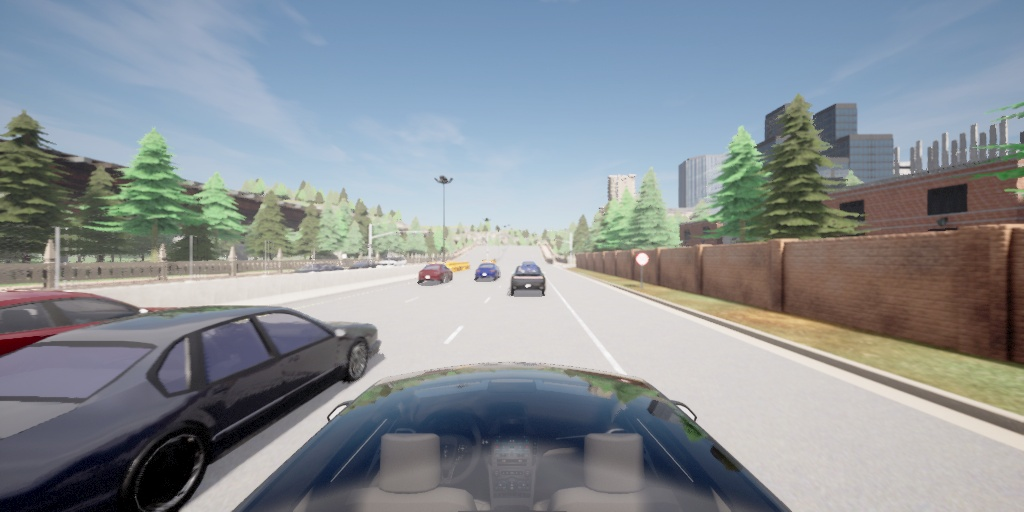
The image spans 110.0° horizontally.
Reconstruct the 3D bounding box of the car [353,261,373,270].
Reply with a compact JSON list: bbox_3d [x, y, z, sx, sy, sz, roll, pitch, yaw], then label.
[{"bbox_3d":[-18.959,1.358,46.362,2.033,1.411,5.357,0,0,3],"label":"car"}]

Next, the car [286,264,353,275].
[{"bbox_3d":[-13.103,1.266,24.103,2.128,1.511,4.902,0,0,3],"label":"car"}]

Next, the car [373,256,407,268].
[{"bbox_3d":[-15.438,1.032,46.594,2.150,2.045,5.566,0,0,3],"label":"car"}]

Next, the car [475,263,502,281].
[{"bbox_3d":[-2.070,1.332,31.093,1.812,1.442,4.674,0,0,3],"label":"car"}]

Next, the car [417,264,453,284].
[{"bbox_3d":[-5.757,1.318,27.310,1.812,1.442,4.674,0,0,3],"label":"car"}]

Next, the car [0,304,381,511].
[{"bbox_3d":[-3.416,1.297,4.108,2.033,1.411,5.357,0,0,3],"label":"car"}]

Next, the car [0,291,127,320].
[{"bbox_3d":[-6.773,1.224,5.057,1.882,1.535,5.008,0,0,2],"label":"car"}]

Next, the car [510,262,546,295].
[{"bbox_3d":[0.906,1.279,20.109,2.128,1.511,4.902,0,0,3],"label":"car"}]
